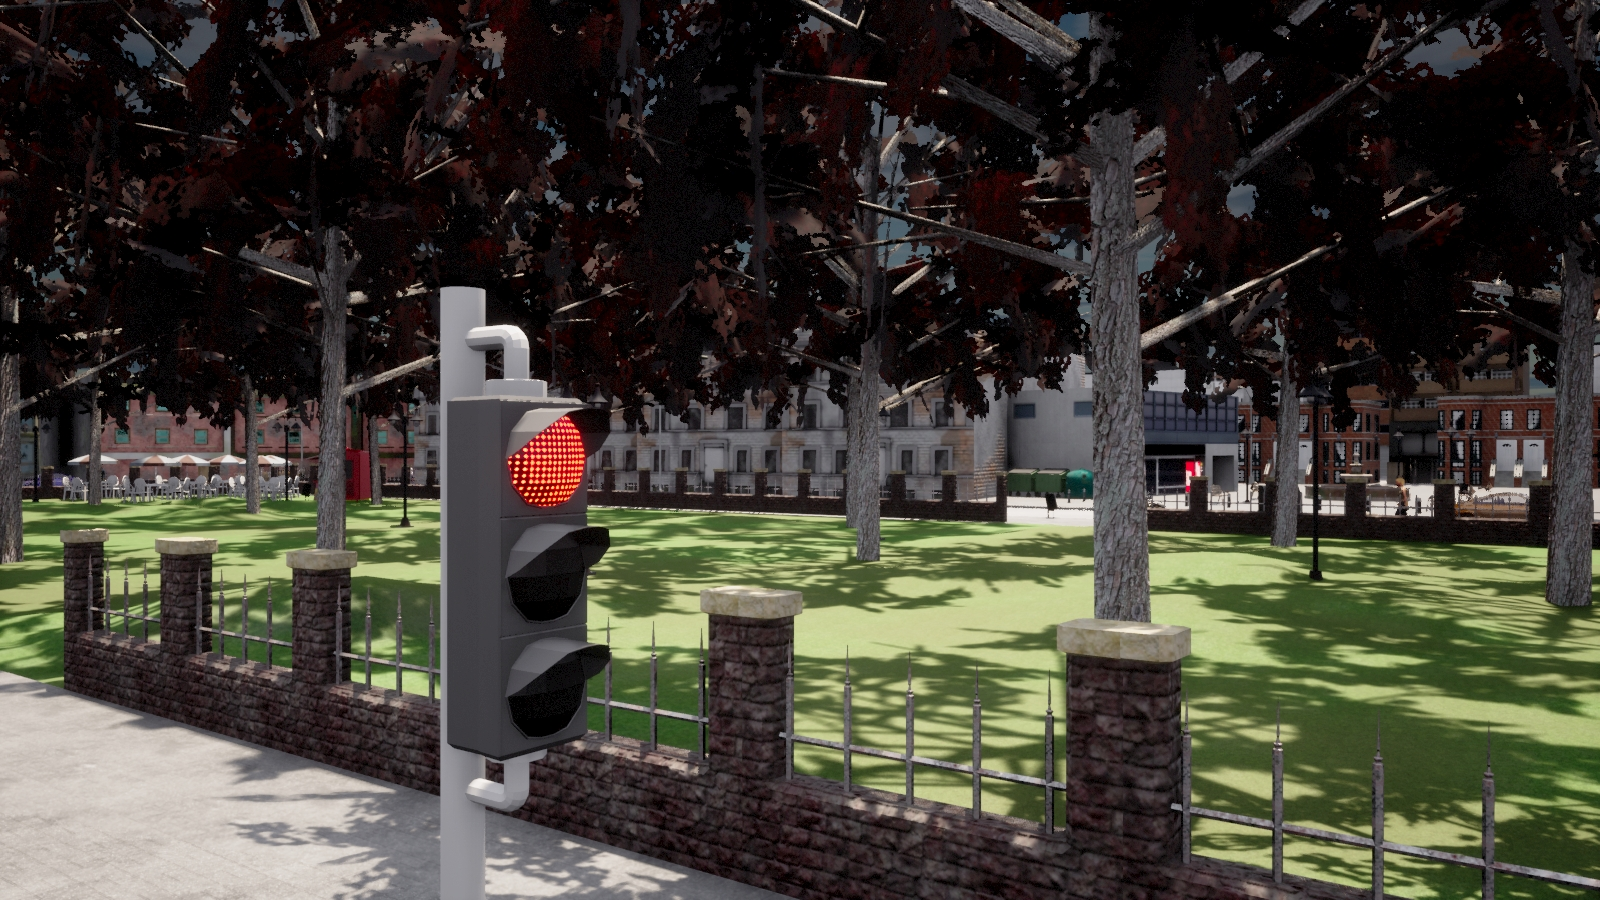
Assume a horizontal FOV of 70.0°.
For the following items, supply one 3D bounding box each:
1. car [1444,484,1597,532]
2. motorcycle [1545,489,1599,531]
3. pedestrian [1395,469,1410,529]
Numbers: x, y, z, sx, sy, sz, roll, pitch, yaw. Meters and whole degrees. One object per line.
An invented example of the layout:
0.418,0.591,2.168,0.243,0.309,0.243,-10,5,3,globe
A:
23.932,1.898,38.009,4.181,1.385,1.994,0,0,36,car
25.489,1.950,36.881,2.356,1.277,0.764,0,0,36,motorcycle
18.858,1.523,35.754,0.375,1.860,0.375,0,0,36,pedestrian
